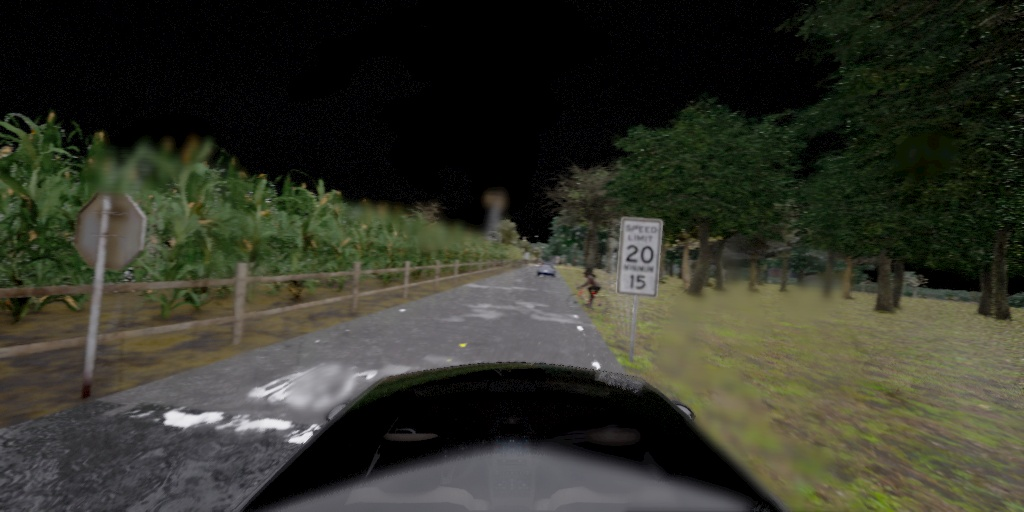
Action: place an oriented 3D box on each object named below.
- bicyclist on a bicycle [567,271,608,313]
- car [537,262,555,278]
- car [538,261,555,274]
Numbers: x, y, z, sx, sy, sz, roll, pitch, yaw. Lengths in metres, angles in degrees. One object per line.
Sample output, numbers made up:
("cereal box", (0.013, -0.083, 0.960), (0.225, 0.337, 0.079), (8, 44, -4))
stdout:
("bicyclist on a bicycle", (3.045, 1.436, 14.295), (1.656, 1.620, 0.582), (5, 0, 6))
("car", (3.752, 1.543, 39.294), (1.994, 1.385, 4.181), (5, 0, 7))
("car", (4.870, 1.547, 50.311), (2.128, 1.511, 4.902), (5, 0, 6))
